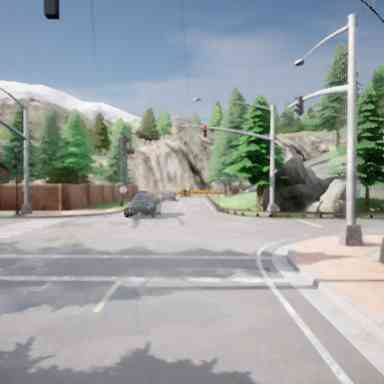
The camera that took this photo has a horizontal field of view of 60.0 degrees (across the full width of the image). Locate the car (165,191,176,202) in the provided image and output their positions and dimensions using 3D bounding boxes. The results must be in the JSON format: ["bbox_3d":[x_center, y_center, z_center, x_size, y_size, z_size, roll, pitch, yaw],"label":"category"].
[{"bbox_3d":[-3.277,0.596,48.677,1.812,1.442,4.674,0,2,0],"label":"car"}]

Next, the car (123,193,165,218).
[{"bbox_3d":[-3.420,0.852,24.165,2.097,1.767,4.553,0,1,1],"label":"car"}]
